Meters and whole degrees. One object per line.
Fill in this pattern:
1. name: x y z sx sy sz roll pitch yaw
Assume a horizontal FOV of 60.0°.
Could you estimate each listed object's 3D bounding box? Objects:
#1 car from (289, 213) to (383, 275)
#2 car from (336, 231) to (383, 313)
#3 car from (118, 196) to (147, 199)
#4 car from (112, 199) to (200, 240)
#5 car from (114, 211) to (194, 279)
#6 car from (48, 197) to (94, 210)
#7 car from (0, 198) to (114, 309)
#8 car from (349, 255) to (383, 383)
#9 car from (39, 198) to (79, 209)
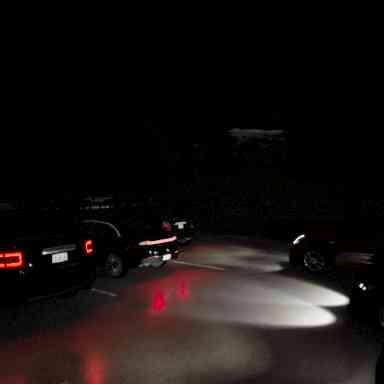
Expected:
1. car: 5.023 1.352 9.009 4.553 1.767 2.097 0 0 36
2. car: 4.650 1.564 4.965 4.181 1.385 1.994 0 0 36
3. car: -8.670 1.405 49.850 4.902 1.511 2.128 0 0 -41
4. car: -2.164 1.351 14.090 4.553 1.767 2.097 0 0 35
5. car: -2.623 1.491 10.121 4.902 1.511 2.128 0 0 36
6. car: -15.622 1.453 43.149 2.033 1.411 5.357 0 0 40
7. car: -4.508 1.221 7.194 5.566 2.045 2.150 0 0 33
8. car: 3.599 1.474 1.420 5.008 1.535 1.882 0 0 35
9. car: -18.119 1.491 45.517 1.895 1.301 4.718 0 0 43
